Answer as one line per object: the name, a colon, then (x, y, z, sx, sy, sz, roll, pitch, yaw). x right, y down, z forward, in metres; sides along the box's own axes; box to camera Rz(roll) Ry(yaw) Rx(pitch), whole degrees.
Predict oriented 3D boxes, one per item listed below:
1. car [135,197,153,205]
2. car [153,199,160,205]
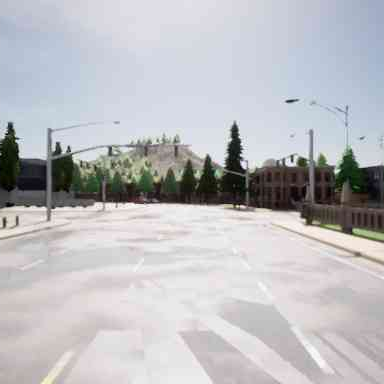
car: (-12.797, 2.282, 85.776, 2.150, 2.045, 5.566, 0, -1, -32)
car: (-10.047, 2.584, 87.958, 1.837, 1.490, 4.892, 0, -1, -32)
